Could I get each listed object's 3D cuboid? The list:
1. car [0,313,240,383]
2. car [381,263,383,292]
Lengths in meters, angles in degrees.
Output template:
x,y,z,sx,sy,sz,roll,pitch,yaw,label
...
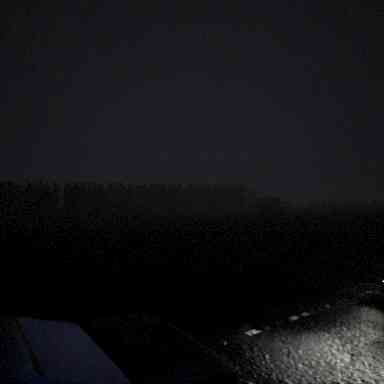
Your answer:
x,y,z,sx,sy,sz,roll,pitch,yaw,label
-2.074,1.547,1.584,5.357,1.411,2.033,0,0,-35,car
6.088,1.498,7.407,4.902,1.511,2.128,0,0,-35,car
